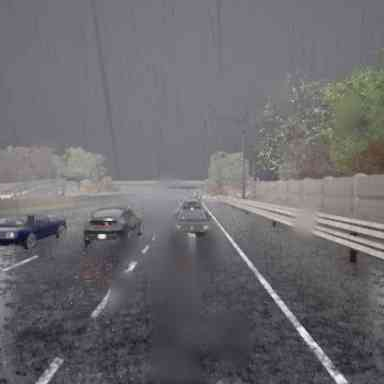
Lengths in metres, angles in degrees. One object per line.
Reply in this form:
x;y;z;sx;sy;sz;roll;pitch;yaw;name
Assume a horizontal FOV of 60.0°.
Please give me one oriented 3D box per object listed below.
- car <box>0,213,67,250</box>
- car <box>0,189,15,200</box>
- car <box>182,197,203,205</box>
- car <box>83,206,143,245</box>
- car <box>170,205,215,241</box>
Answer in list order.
-6.896;1.515;13.809;1.895;1.301;4.718;0;0;0;car
-27.989;0.583;48.307;2.150;2.045;5.566;0;0;0;car
0.007;1.319;33.450;1.837;1.490;4.892;0;0;0;car
-3.398;1.412;14.964;1.837;1.490;4.892;0;0;0;car
0.005;1.503;15.935;1.895;1.301;4.718;0;0;0;car
